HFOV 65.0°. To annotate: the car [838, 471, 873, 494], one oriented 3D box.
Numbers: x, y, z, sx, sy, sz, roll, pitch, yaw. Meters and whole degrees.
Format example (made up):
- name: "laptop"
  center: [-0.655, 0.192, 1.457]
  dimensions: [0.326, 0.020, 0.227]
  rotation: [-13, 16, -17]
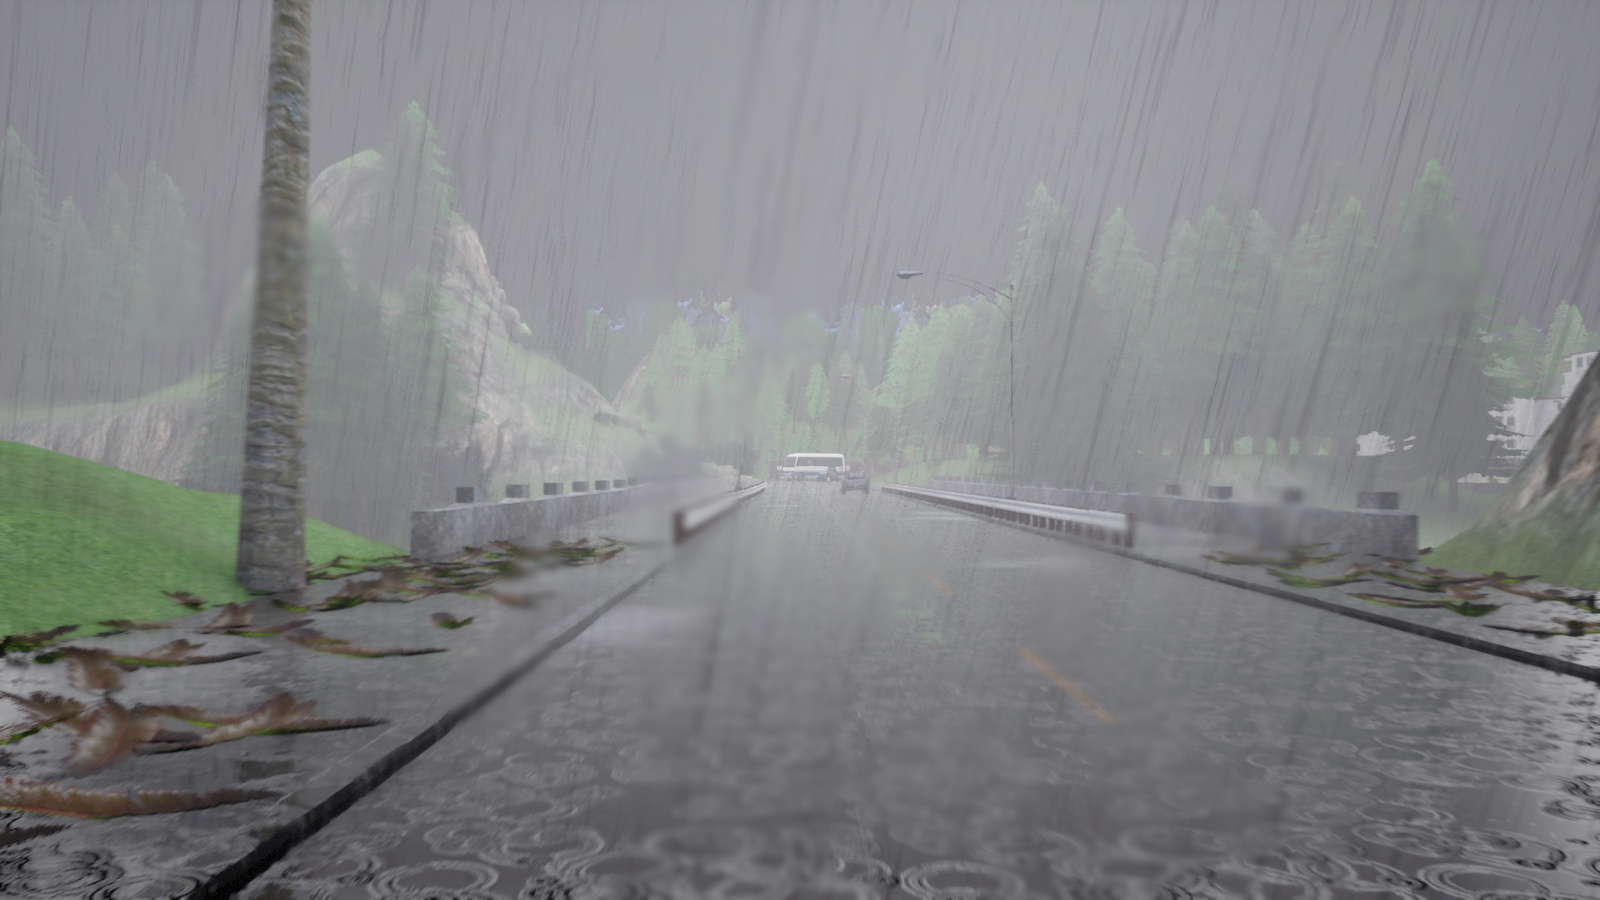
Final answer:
- name: "car"
  center: [3.787, 2.192, 86.112]
  dimensions: [2.128, 1.511, 4.902]
  rotation: [0, -1, 0]
